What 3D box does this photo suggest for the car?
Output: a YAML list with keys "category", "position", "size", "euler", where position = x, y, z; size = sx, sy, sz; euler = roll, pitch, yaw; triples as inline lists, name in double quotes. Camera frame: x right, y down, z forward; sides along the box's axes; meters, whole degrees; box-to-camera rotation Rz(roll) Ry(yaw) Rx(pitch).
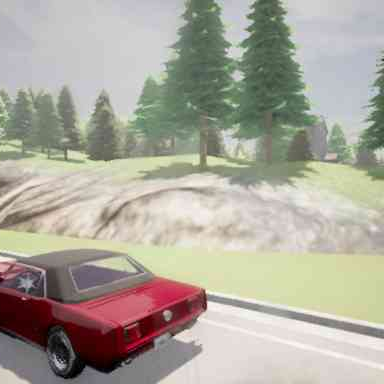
- category: "car"
  position: [-2.180, 1.636, 5.549]
  size: [4.718, 1.301, 1.895]
  euler: [-1, 0, 36]
